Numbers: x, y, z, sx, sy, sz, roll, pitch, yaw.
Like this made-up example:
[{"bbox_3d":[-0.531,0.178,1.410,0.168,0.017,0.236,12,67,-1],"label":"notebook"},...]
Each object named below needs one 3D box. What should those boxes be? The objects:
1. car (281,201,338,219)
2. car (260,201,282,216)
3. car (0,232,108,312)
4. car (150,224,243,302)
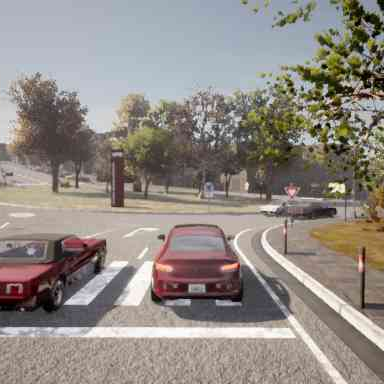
[{"bbox_3d":[10.684,1.560,29.415,5.357,1.411,2.033,0,2,-37],"label":"car"},{"bbox_3d":[8.749,1.538,31.885,4.718,1.301,1.895,-1,2,-39],"label":"car"},{"bbox_3d":[-3.385,1.575,7.594,1.895,1.301,4.718,0,0,1],"label":"car"},{"bbox_3d":[0.105,1.497,8.074,1.812,1.442,4.674,0,0,0],"label":"car"}]
